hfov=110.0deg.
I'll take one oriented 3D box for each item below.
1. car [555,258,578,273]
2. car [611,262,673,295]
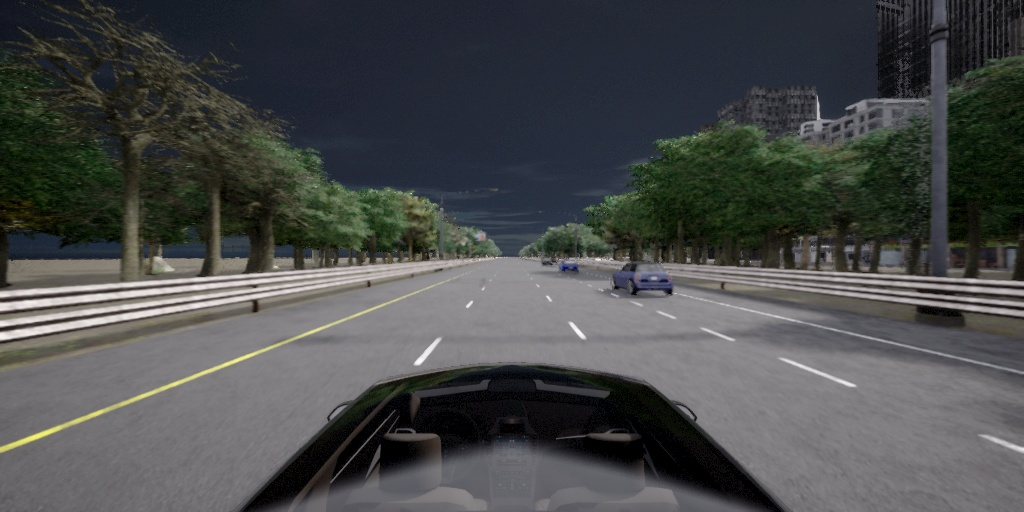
[{"bbox_3d":[6.988,1.239,44.865,1.882,1.535,5.008,0,0,0],"label":"car"},{"bbox_3d":[6.995,1.108,19.770,2.097,1.767,4.553,0,0,0],"label":"car"}]
